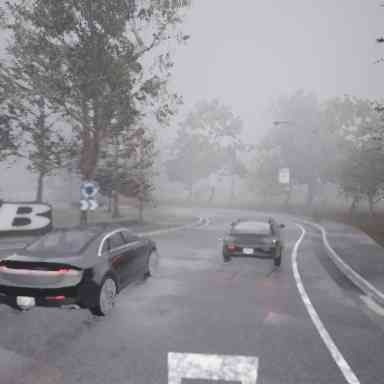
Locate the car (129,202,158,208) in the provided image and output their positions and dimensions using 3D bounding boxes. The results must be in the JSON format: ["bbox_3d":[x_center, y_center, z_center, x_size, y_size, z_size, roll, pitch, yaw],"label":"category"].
[{"bbox_3d":[-6.975,1.612,47.666,4.181,1.385,1.994,1,0,24],"label":"car"}]

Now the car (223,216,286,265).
[{"bbox_3d":[2.317,1.572,11.958,1.812,1.442,4.674,0,0,17],"label":"car"}]

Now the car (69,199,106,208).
[{"bbox_3d":[-14.481,1.576,46.350,4.718,1.301,1.895,1,0,4],"label":"car"}]

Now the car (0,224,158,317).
[{"bbox_3d":[-2.165,1.486,7.547,2.128,1.511,4.902,0,0,10],"label":"car"}]
